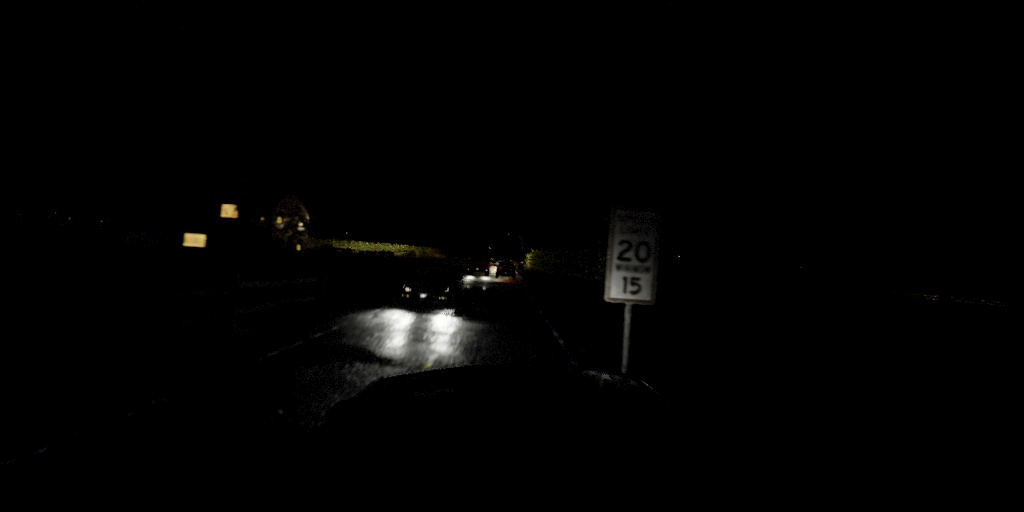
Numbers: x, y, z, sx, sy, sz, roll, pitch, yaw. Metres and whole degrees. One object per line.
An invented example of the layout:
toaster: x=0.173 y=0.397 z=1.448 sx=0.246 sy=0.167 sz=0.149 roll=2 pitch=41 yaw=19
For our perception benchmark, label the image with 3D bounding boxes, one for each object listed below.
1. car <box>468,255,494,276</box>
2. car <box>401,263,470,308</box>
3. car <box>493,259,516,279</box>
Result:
car: x=-3.453 y=0.967 z=38.329 sx=2.150 sy=2.045 sz=5.566 roll=4 pitch=-1 yaw=-1
car: x=-3.071 y=1.115 z=14.688 sx=1.837 sy=1.490 sz=4.892 roll=4 pitch=0 yaw=-1
car: x=-0.609 y=1.405 z=35.517 sx=1.882 sy=1.535 sz=5.008 roll=4 pitch=0 yaw=-1
